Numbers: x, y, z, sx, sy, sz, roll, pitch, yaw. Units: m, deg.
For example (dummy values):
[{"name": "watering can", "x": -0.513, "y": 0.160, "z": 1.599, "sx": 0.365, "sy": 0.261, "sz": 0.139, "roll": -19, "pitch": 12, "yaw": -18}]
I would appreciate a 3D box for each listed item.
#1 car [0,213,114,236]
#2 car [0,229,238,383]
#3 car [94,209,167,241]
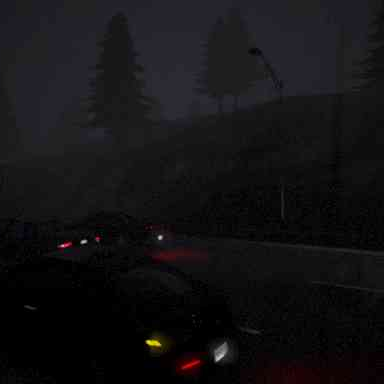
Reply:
[{"name": "car", "x": -5.432, "y": 1.525, "z": 10.820, "sx": 5.357, "sy": 1.411, "sz": 2.033, "roll": 0, "pitch": 0, "yaw": 25}, {"name": "car", "x": -1.642, "y": 1.512, "z": 4.735, "sx": 4.674, "sy": 1.442, "sz": 1.812, "roll": 0, "pitch": 0, "yaw": 32}, {"name": "car", "x": -3.353, "y": 1.464, "z": 13.577, "sx": 4.892, "sy": 1.490, "sz": 1.837, "roll": 0, "pitch": 0, "yaw": 27}]
